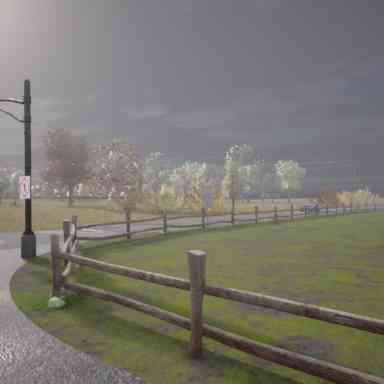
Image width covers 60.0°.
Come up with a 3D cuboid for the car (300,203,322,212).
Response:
[{"bbox_3d":[18.950,2.448,52.944,2.033,1.411,5.357,-1,-2,40],"label":"car"}]
